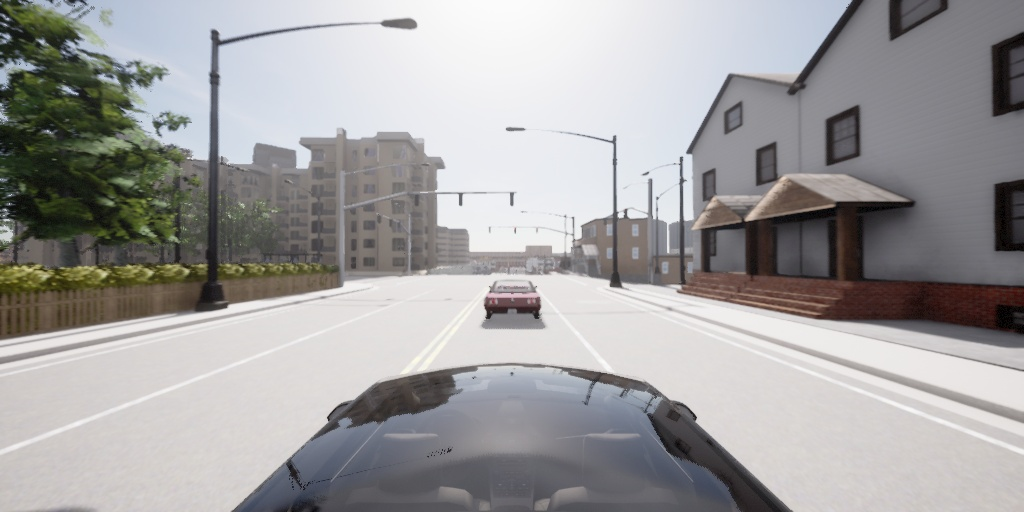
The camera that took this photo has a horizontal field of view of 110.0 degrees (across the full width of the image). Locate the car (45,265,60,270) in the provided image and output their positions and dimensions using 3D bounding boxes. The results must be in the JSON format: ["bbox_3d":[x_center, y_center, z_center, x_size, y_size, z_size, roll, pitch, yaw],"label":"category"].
[{"bbox_3d":[-45.064,1.668,35.618,4.902,1.511,2.128,0,-1,1],"label":"car"}]

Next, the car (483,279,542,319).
[{"bbox_3d":[0.036,1.501,13.568,1.895,1.301,4.718,0,-1,0],"label":"car"}]
